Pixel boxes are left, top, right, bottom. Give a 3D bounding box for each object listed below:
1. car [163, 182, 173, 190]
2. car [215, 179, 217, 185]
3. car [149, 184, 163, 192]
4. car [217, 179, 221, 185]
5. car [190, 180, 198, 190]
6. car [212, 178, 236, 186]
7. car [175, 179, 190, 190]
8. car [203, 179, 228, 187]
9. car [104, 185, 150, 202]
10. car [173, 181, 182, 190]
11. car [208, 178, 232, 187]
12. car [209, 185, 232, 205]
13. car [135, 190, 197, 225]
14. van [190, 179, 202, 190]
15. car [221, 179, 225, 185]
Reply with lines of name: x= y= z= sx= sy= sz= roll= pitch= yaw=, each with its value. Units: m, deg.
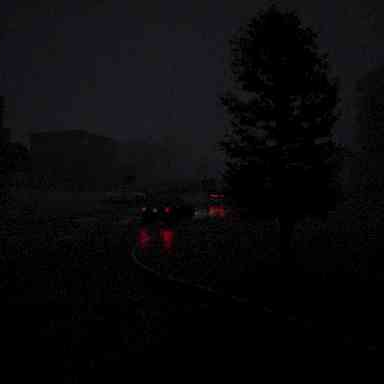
car: x=-5.178 y=-0.211 z=42.221 sx=4.553 sy=1.767 sz=2.185 roll=-1 pitch=4 yaw=2
car: x=1.324 y=-1.231 z=58.609 sx=5.008 sy=1.535 sz=2.097 roll=-1 pitch=3 yaw=2
car: x=-6.261 y=0.135 z=39.500 sx=4.792 sy=1.488 sz=2.163 roll=-1 pitch=3 yaw=2
car: x=2.455 y=-1.393 z=61.324 sx=4.792 sy=1.488 sz=2.163 roll=-1 pitch=3 yaw=2
car: x=-1.947 y=-0.660 z=50.442 sx=5.008 sy=1.535 sz=2.097 roll=-1 pitch=3 yaw=2
car: x=6.828 y=-2.183 z=72.182 sx=5.008 sy=1.535 sz=2.097 roll=-1 pitch=4 yaw=2
car: x=-3.002 y=-0.594 z=47.692 sx=4.553 sy=1.767 sz=2.185 roll=-1 pitch=4 yaw=2
car: x=4.624 y=-1.801 z=66.755 sx=4.892 sy=1.521 sz=2.231 roll=-1 pitch=4 yaw=2
car: x=-7.376 y=0.338 z=36.763 sx=4.674 sy=1.452 sz=2.002 roll=-1 pitch=3 yaw=2
car: x=-4.147 y=-0.246 z=44.970 sx=4.792 sy=1.488 sz=2.163 roll=-1 pitch=4 yaw=2
car: x=5.726 y=-1.991 z=69.466 sx=4.892 sy=1.521 sz=2.231 roll=-1 pitch=4 yaw=2
car: x=3.197 y=0.414 z=33.308 sx=2.128 sy=1.511 sz=4.902 roll=1 pitch=4 yaw=23
car: x=-1.460 y=1.028 z=21.899 sx=2.097 sy=1.767 sz=4.553 roll=1 pitch=3 yaw=21
van: x=-0.974 y=-1.073 z=53.156 sx=4.442 sy=1.987 sz=1.878 roll=-1 pitch=4 yaw=2
car: x=3.514 y=-1.612 z=64.045 sx=5.008 sy=1.535 sz=2.097 roll=-1 pitch=3 yaw=2
